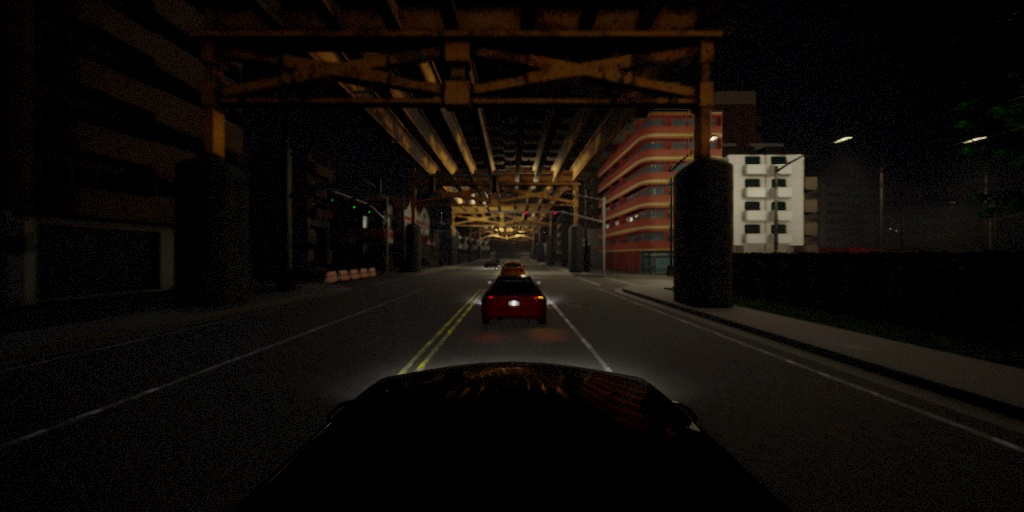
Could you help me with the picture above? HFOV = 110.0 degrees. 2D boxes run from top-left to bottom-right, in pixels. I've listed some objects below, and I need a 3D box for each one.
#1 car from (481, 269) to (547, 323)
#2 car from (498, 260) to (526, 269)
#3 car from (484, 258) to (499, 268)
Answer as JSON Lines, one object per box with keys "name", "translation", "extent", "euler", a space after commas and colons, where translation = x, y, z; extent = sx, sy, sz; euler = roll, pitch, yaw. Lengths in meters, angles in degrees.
{"name": "car", "translation": [0.069, 1.310, 12.127], "extent": [1.994, 1.385, 4.181], "euler": [0, 0, 0]}
{"name": "car", "translation": [0.090, 1.218, 29.322], "extent": [1.882, 1.535, 5.008], "euler": [0, 0, 0]}
{"name": "car", "translation": [-3.517, 1.281, 59.502], "extent": [1.994, 1.385, 4.181], "euler": [0, 0, 1]}
